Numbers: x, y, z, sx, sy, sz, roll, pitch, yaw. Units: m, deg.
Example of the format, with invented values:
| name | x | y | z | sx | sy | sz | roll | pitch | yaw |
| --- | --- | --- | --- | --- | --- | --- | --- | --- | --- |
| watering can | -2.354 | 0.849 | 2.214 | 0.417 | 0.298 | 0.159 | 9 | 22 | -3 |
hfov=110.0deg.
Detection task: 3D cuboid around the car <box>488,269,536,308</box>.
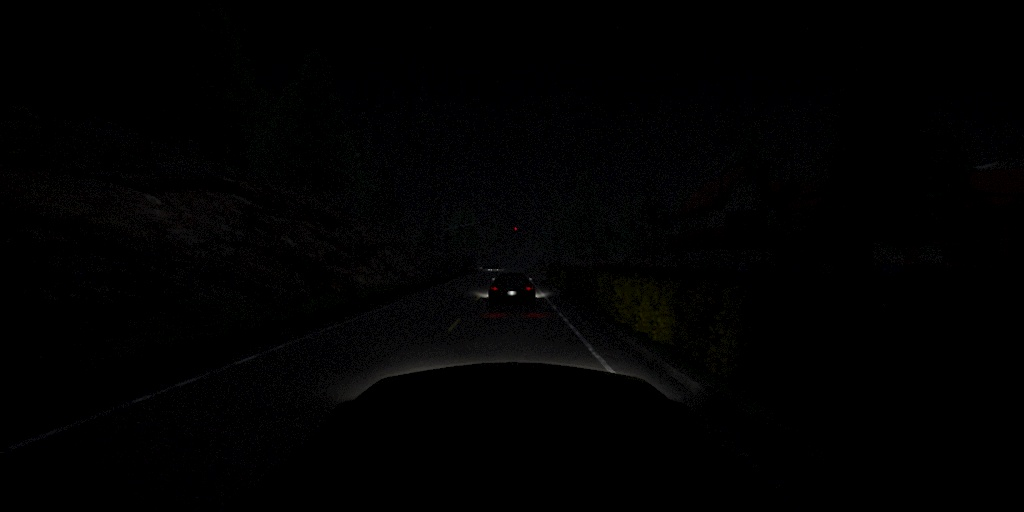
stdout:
| name | x | y | z | sx | sy | sz | roll | pitch | yaw |
| --- | --- | --- | --- | --- | --- | --- | --- | --- | --- |
| car | 0.003 | 1.449 | 16.156 | 1.994 | 1.385 | 4.181 | 0 | 0 | 0 |
